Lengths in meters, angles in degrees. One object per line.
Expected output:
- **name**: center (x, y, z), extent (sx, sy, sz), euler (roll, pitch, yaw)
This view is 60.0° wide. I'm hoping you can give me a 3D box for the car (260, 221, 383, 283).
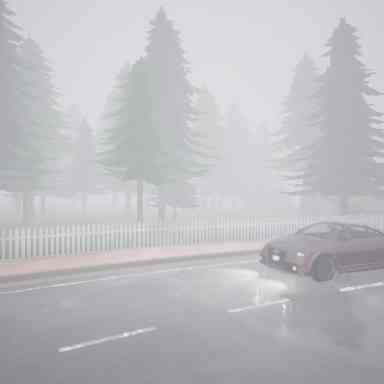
- **car**: center (4.067, 1.564, 9.588), extent (4.181, 1.385, 1.994), euler (0, 0, -22)
